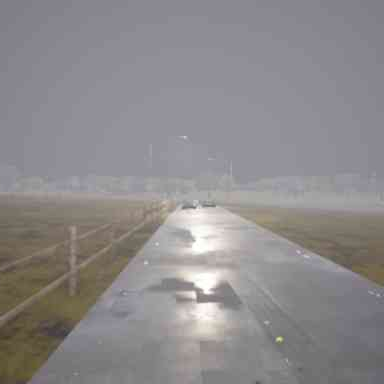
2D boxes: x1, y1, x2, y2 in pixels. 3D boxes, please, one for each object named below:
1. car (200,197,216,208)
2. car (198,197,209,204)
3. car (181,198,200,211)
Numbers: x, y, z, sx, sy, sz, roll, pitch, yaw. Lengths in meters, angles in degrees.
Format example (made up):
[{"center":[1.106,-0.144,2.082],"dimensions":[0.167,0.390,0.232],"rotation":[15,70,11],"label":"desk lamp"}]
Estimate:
[{"center":[2.504,1.654,50.873],"dimensions":[1.994,1.385,4.181],"rotation":[0,0,0],"label":"car"},{"center":[2.288,1.760,68.993],"dimensions":[2.033,1.411,5.357],"rotation":[0,-1,0],"label":"car"},{"center":[-0.373,1.583,42.271],"dimensions":[2.033,1.411,5.357],"rotation":[0,0,0],"label":"car"}]
